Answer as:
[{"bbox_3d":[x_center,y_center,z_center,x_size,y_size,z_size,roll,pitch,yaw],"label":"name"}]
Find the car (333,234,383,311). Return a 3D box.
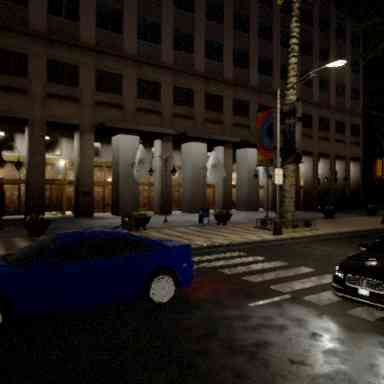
[{"bbox_3d":[5.110,1.560,7.293,4.892,1.490,1.837,0,0,-33],"label":"car"}]

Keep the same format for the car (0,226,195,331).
[{"bbox_3d":[-2.291,1.486,6.594,5.008,1.535,1.882,1,0,-34],"label":"car"}]
